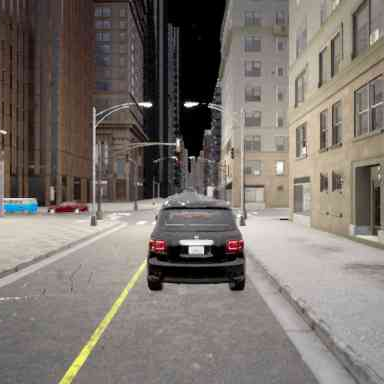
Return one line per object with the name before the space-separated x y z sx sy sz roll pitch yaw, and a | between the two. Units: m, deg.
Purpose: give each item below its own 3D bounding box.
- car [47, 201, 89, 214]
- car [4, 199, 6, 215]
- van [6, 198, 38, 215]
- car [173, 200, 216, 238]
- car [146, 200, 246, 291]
car | -13.946 1.746 37.489 4.507 1.381 1.887 -1 0 0
car | -19.603 1.539 28.989 5.009 1.841 2.192 -1 0 0
van | -19.573 1.610 37.514 3.998 1.788 1.690 -1 0 0
car | 0.112 1.368 18.607 2.097 1.767 4.553 0 0 0
car | 0.108 1.229 9.158 2.150 2.045 5.566 0 0 0
